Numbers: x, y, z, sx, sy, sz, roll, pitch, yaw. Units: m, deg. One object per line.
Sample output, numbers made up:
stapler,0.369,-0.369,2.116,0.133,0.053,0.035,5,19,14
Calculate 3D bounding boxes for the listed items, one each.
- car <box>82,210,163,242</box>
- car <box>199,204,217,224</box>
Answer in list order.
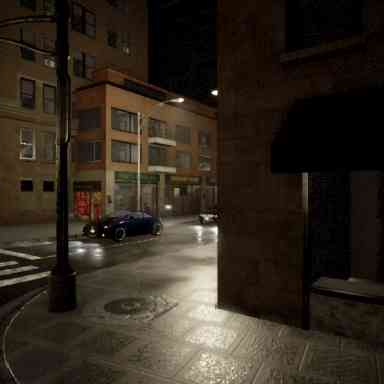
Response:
car,-3.353,1.595,16.704,1.994,1.385,4.181,0,0,35
car,2.362,1.580,24.711,1.812,1.442,4.674,0,0,35
